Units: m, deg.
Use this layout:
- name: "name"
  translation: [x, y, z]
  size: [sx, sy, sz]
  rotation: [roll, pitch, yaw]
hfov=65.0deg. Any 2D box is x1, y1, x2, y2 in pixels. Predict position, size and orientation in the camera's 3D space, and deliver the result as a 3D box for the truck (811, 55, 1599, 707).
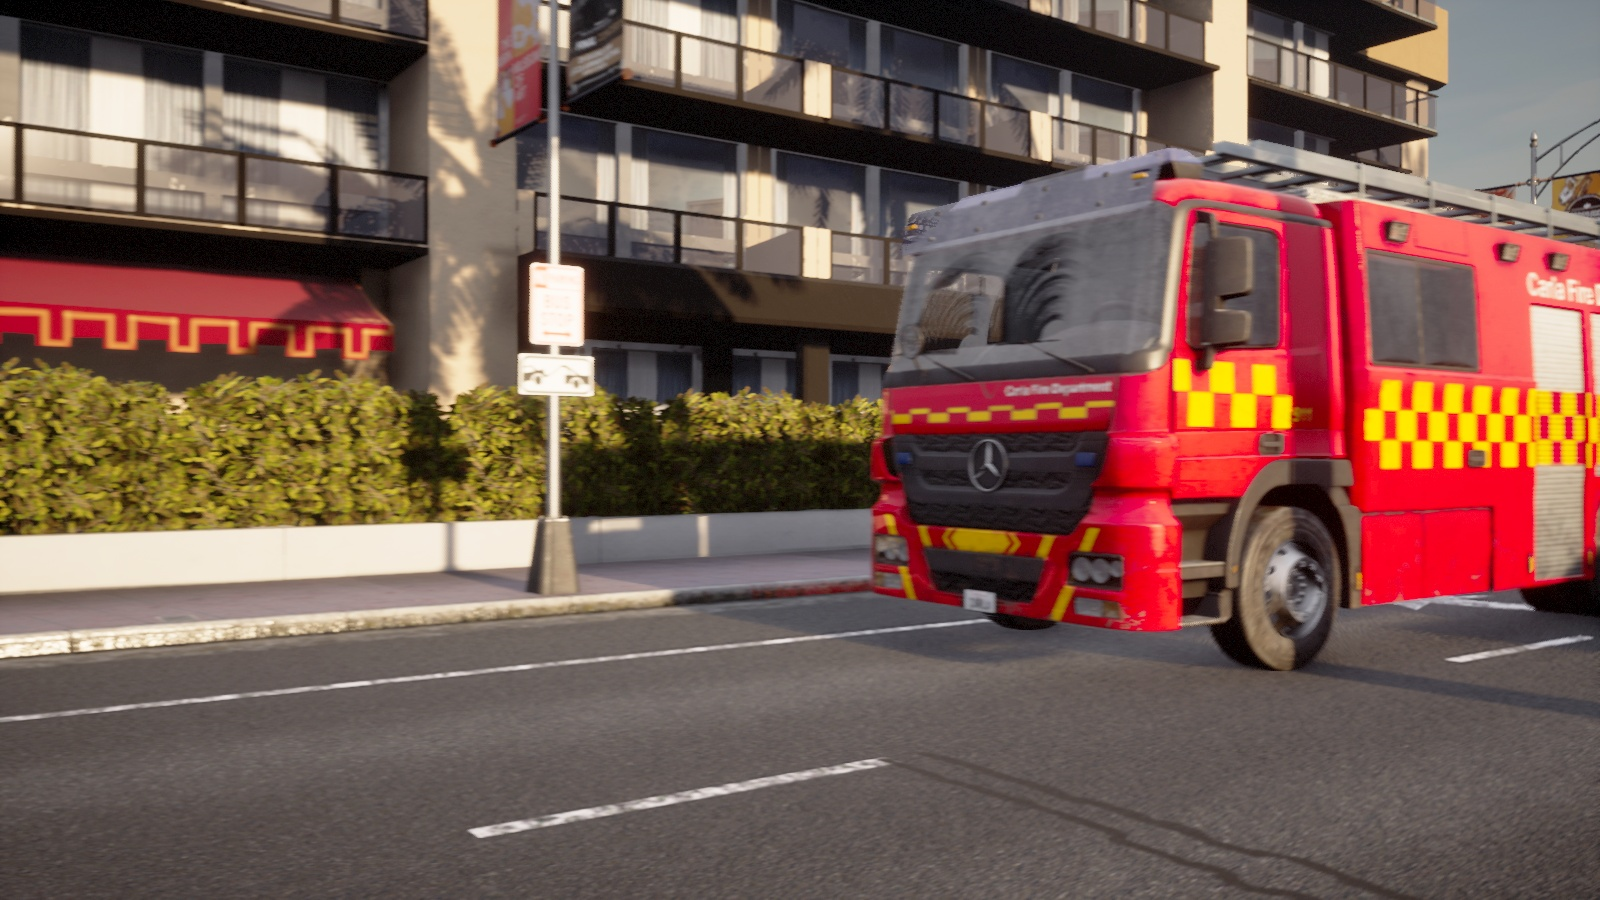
- name: "truck"
  translation: [4.390, -0.402, 10.976]
  size: [8.468, 3.827, 2.891]
  rotation: [0, 0, -35]
